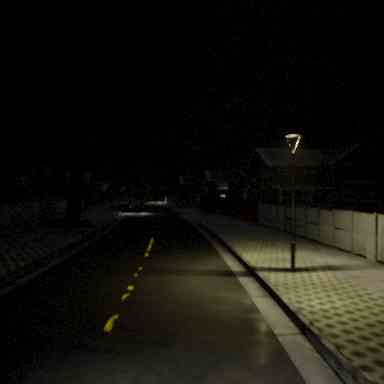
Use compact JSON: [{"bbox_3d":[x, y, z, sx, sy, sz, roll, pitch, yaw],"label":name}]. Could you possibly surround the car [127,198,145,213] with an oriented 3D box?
[{"bbox_3d":[-7.006,1.779,41.837,1.812,1.442,4.674,1,-1,-11],"label":"car"}]
